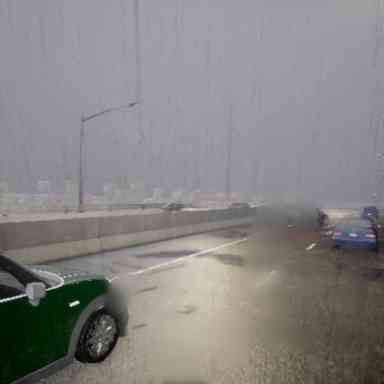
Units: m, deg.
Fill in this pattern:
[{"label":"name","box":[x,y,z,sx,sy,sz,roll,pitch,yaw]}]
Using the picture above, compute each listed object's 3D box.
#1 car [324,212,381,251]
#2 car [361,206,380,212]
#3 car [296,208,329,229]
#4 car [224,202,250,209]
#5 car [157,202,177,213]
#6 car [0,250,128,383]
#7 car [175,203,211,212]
[{"label":"car","box":[7.926,1.887,16.006,2.033,1.411,5.357,0,-1,29]},{"label":"car","box":[20.749,2.384,38.804,1.812,1.442,4.674,0,-1,30]},{"label":"car","box":[9.382,1.992,25.814,2.128,1.511,4.902,0,-1,29]},{"label":"car","box":[5.607,2.020,40.894,2.097,1.767,4.553,0,-1,30]},{"label":"car","box":[-2.353,2.058,41.047,1.837,1.490,4.892,0,-1,29]},{"label":"car","box":[-2.765,1.366,3.706,2.097,1.767,4.553,0,-1,28]},{"label":"car","box":[0.339,2.159,38.705,1.895,1.301,4.718,0,-1,29]}]
